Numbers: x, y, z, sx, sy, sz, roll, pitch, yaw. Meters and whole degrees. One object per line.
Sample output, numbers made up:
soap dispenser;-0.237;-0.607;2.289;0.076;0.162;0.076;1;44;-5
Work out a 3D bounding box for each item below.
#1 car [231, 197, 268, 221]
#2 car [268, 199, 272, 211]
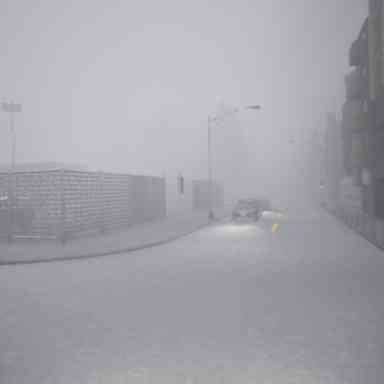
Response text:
car;4.167;1.242;24.760;2.128;1.511;4.902;-1;0;17
car;7.110;1.189;34.338;1.994;1.385;4.181;-1;0;17
